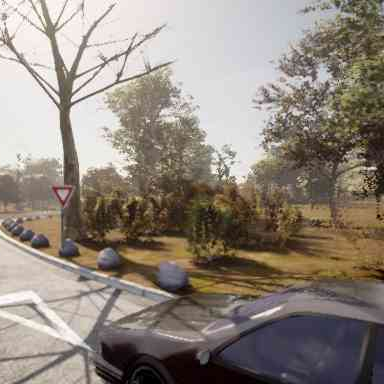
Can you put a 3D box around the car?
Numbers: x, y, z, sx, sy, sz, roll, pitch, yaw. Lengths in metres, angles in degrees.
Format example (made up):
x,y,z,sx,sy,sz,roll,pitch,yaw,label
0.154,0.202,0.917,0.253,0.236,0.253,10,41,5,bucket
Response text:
x,y,z,sx,sy,sz,roll,pitch,yaw,label
1.461,1.554,2.848,5.357,1.411,2.033,0,0,37,car
